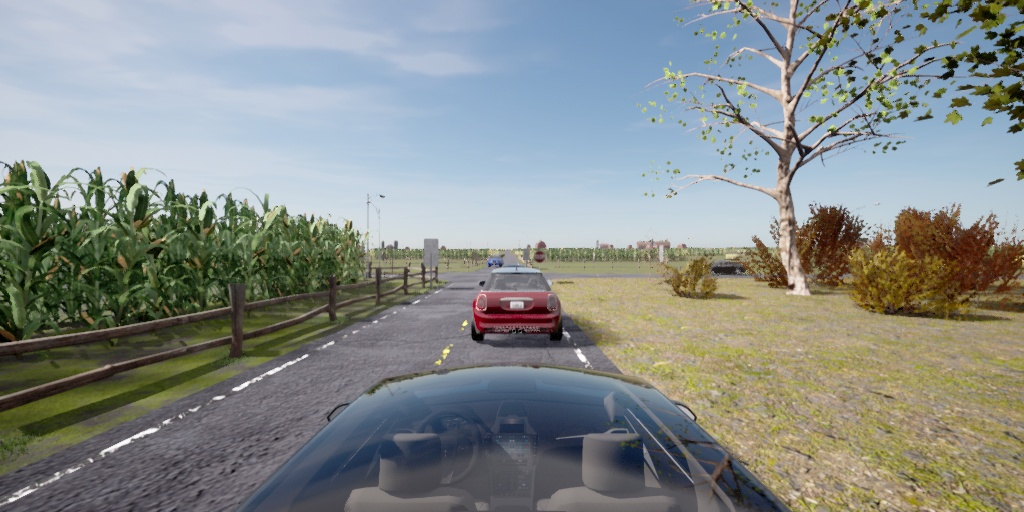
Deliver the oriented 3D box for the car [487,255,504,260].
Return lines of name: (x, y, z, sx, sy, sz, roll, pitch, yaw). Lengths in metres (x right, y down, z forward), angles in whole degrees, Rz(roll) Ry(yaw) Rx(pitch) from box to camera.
car: (-2.798, 0.852, 59.268, 2.150, 2.045, 5.566, 0, 0, 1)

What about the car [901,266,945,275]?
car: (43.021, 1.345, 37.710, 4.674, 1.442, 1.812, 0, 0, 0)

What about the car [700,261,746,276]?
car: (21.805, 1.264, 37.713, 4.892, 1.490, 1.837, 0, 0, 0)

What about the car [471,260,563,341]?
car: (0.107, 1.096, 10.011, 2.097, 1.767, 4.553, 0, 0, 0)

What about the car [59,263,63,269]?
car: (-46.744, 0.767, 37.534, 5.566, 2.045, 2.150, 0, 0, 0)
